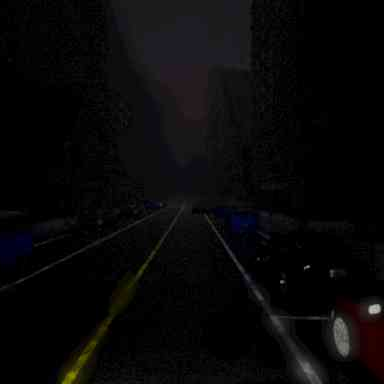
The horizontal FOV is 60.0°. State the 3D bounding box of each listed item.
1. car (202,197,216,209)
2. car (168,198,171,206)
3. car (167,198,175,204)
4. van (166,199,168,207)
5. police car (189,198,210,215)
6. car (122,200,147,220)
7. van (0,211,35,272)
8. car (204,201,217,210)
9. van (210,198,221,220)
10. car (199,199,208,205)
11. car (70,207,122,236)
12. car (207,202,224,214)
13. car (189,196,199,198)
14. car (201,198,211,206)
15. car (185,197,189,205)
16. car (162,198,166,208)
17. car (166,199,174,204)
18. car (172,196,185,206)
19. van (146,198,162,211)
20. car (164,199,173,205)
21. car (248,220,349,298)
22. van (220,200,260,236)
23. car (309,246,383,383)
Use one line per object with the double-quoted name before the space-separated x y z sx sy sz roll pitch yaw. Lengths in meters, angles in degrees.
"car" 2.852 1.872 58.094 2.192 1.841 5.009 0 -1 0
"car" -5.673 2.177 63.593 1.947 1.339 4.313 0 -1 0
"car" -5.675 2.325 91.099 1.967 1.590 4.097 0 -1 0
"van" -5.673 1.898 58.094 1.690 1.788 3.998 0 -1 0
"police car" 0.898 1.793 38.376 1.930 1.638 5.238 0 -1 0
"car" -5.671 1.733 30.587 1.967 1.590 4.097 0 -1 0
"van" -5.670 1.424 8.584 1.690 1.788 3.998 0 -1 0
"car" 2.854 2.086 52.590 1.802 1.307 4.206 0 -1 0
"van" 2.854 1.634 30.589 1.690 1.788 3.998 0 -1 0
"car" 2.851 2.325 80.097 2.008 1.369 4.403 0 -1 0
"car" -5.671 1.629 19.585 1.967 1.590 4.097 0 -1 0
"car" 2.854 1.980 41.589 1.802 1.307 4.206 0 -1 0
"car" 0.897 1.871 54.236 2.097 1.767 4.553 0 -1 0
"car" 2.852 2.105 69.095 1.967 1.590 4.097 0 -1 0
"car" -0.005 1.936 74.211 2.097 1.767 4.553 0 -1 0
"car" -5.672 2.055 52.590 2.008 1.369 4.403 0 -1 0
"car" -5.675 2.411 85.597 1.802 1.307 4.206 0 -1 0
"car" -3.004 2.188 71.794 1.837 1.490 4.892 0 -1 0
"van" -5.672 1.792 47.093 1.690 1.788 3.998 0 -1 0
"car" -5.674 2.340 80.096 1.947 1.339 4.313 0 -1 0
"car" 2.856 1.649 8.582 1.947 1.339 4.313 0 -1 0
"van" 2.855 1.529 19.586 1.690 1.788 3.998 0 -1 0
"car" 2.856 1.575 3.081 1.887 1.381 4.507 0 -1 0
